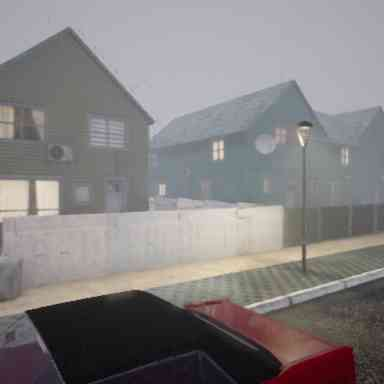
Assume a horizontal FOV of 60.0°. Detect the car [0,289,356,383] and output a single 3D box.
[{"bbox_3d":[-0.928,1.601,2.384,4.718,1.301,1.895,0,0,-35],"label":"car"}]
